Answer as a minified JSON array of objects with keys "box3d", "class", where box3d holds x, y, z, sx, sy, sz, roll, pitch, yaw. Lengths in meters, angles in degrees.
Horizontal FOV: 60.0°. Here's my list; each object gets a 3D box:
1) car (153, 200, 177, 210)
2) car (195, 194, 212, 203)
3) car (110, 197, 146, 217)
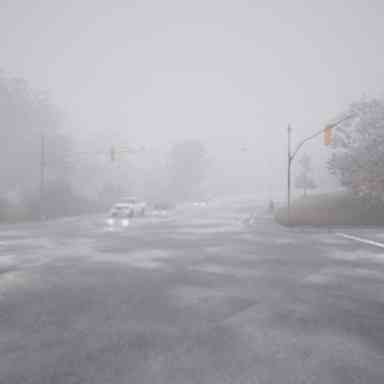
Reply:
[{"box3d":[-3.734,1.828,46.899,1.895,1.301,4.718,0,1,19],"class":"car"},{"box3d":[2.174,1.165,61.297,1.837,1.490,4.892,0,3,25],"class":"car"},{"box3d":[-6.812,1.590,36.270,2.150,2.045,5.566,0,0,13],"class":"car"}]
